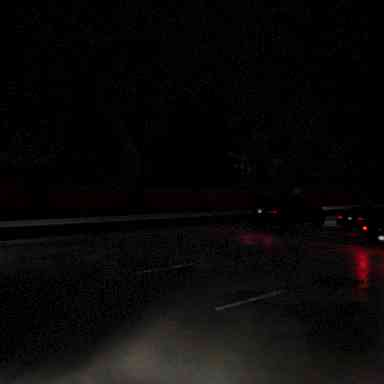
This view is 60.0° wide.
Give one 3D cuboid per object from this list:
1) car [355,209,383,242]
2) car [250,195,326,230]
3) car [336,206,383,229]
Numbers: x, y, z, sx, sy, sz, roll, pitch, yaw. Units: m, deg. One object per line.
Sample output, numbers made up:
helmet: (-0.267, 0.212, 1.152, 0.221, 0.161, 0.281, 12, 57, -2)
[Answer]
car: (9.629, 1.600, 15.054, 4.718, 1.301, 1.895, 0, 0, -36)
car: (6.170, 1.222, 21.194, 5.566, 2.045, 2.150, 0, 0, -36)
car: (10.988, 1.547, 20.380, 5.357, 1.411, 2.033, 0, 0, -36)
